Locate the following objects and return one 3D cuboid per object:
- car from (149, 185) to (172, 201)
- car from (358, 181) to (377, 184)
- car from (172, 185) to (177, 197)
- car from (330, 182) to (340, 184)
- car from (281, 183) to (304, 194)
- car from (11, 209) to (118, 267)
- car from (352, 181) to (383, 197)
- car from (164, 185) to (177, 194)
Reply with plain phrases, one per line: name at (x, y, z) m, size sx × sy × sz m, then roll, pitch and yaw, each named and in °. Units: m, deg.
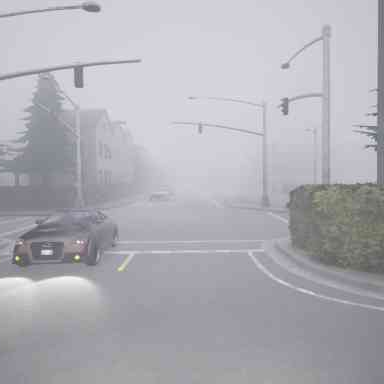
car at (-3.698, 0.187, 37.723) m, size 1.882 × 1.535 × 5.008 m, roll -1°, pitch 2°, yaw 0°
car at (19.031, -0.169, 34.158) m, size 1.905 × 1.878 × 3.866 m, roll -1°, pitch 2°, yaw 0°
car at (-3.711, -0.277, 47.741) m, size 2.097 × 1.767 × 4.553 m, roll -1°, pitch 2°, yaw 0°
car at (25.337, -1.017, 59.425) m, size 2.152 × 1.636 × 5.027 m, roll -1°, pitch 2°, yaw 0°
car at (15.294, -0.506, 52.018) m, size 2.007 × 1.523 × 4.514 m, roll -1°, pitch 2°, yaw 0°
car at (-3.523, 1.224, 9.947) m, size 1.994 × 1.385 × 4.181 m, roll -1°, pitch 1°, yaw -1°
car at (22.280, -0.452, 42.036) m, size 1.932 × 1.855 × 4.605 m, roll -1°, pitch 2°, yaw 0°
car at (-3.692, -0.474, 58.125) m, size 1.837 × 1.490 × 4.892 m, roll -1°, pitch 2°, yaw 0°
